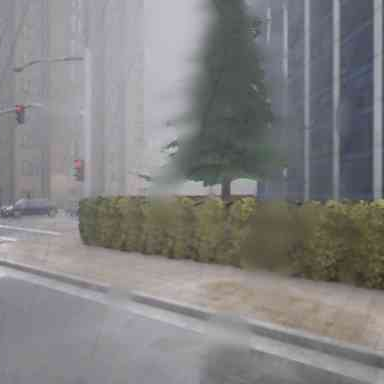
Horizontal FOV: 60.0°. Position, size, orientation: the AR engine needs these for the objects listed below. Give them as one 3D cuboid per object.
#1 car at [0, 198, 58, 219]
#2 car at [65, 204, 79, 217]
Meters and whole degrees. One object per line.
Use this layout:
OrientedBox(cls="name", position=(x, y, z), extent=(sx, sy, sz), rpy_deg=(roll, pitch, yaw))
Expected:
OrientedBox(cls="car", position=(-14.155, 1.300, 28.799), extent=(2.097, 1.767, 4.553), rpy_deg=(0, 0, 37))
OrientedBox(cls="car", position=(-9.036, 1.307, 29.860), extent=(2.097, 1.767, 4.553), rpy_deg=(0, 0, 36))
